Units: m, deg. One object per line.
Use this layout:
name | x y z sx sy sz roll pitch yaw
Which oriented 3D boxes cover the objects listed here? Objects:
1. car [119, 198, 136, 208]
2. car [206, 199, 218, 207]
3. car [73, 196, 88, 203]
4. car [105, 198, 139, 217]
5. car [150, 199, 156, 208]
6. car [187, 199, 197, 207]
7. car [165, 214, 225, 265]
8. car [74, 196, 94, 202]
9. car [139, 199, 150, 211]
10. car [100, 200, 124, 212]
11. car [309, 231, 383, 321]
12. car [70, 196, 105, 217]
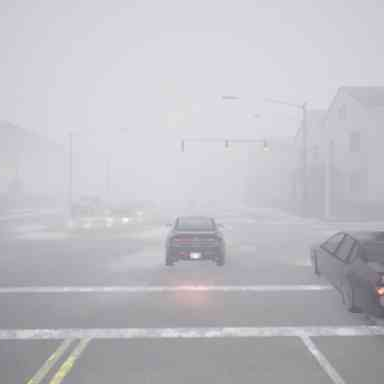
car | -10.530 1.789 54.546 1.837 1.490 4.892 0 0 0
car | 3.502 1.849 58.309 2.033 1.411 5.357 0 0 0
car | -28.175 1.889 84.033 2.038 1.542 4.974 0 0 -36
car | -7.097 1.657 34.323 1.882 1.535 5.008 0 0 0
car | -7.036 1.830 54.188 2.033 1.411 5.357 0 0 1
car | 0.003 1.851 58.309 2.033 1.411 5.357 0 0 0
car | 0.101 1.571 11.963 1.837 1.490 4.892 0 0 0
car | -28.965 1.917 89.399 2.038 1.542 4.974 0 0 29
car | -7.087 1.733 43.778 1.837 1.490 4.892 0 0 0
car | -10.585 1.778 44.354 2.033 1.411 5.357 0 0 0
car | 4.038 1.589 7.500 2.033 1.411 5.357 0 0 9
car | -10.598 1.399 34.110 2.150 2.045 5.566 0 0 0
